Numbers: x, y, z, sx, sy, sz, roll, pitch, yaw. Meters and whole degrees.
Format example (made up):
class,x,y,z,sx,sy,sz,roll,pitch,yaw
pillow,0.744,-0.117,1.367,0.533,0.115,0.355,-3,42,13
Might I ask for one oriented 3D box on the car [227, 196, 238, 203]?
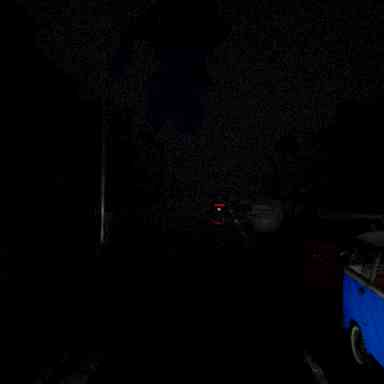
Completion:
class,x,y,z,sx,sy,sz,roll,pitch,yaw
car,8.191,1.526,67.765,2.008,1.369,4.403,0,0,5

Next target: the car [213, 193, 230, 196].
class,x,y,z,sx,sy,sz,roll,pitch,yaw
car,3.902,1.143,47.484,2.150,2.045,5.566,1,1,5

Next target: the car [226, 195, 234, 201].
class,x,y,z,sx,sy,sz,roll,pitch,yaw
car,9.548,1.531,83.928,1.887,1.381,4.507,0,0,5

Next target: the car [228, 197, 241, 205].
class,x,y,z,sx,sy,sz,roll,pitch,yaw
car,7.287,1.525,56.990,2.008,1.369,4.403,0,0,5

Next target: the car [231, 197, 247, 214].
class,x,y,z,sx,sy,sz,roll,pitch,yaw
car,5.479,1.533,35.440,1.887,1.381,4.507,0,0,5

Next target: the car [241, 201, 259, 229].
class,x,y,z,sx,sy,sz,roll,pitch,yaw
car,4.437,1.538,21.553,1.812,1.442,4.674,1,0,5

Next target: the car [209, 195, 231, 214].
class,x,y,z,sx,sy,sz,roll,pitch,yaw
car,2.850,1.436,34.818,1.837,1.490,4.892,1,0,5

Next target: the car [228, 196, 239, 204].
class,x,y,z,sx,sy,sz,roll,pitch,yaw
car,7.739,1.519,62.378,1.887,1.381,4.507,0,0,5

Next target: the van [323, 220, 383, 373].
class,x,y,z,sx,sy,sz,roll,pitch,yaw
van,2.767,1.389,3.115,1.690,1.788,3.998,1,0,5

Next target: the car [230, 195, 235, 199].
class,x,y,z,sx,sy,sz,roll,pitch,yaw
car,6.835,1.541,51.603,1.947,1.339,4.313,0,0,5

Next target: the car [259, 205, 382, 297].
class,x,y,z,sx,sy,sz,roll,pitch,yaw
car,3.219,1.350,8.502,2.192,1.841,5.009,1,0,5
